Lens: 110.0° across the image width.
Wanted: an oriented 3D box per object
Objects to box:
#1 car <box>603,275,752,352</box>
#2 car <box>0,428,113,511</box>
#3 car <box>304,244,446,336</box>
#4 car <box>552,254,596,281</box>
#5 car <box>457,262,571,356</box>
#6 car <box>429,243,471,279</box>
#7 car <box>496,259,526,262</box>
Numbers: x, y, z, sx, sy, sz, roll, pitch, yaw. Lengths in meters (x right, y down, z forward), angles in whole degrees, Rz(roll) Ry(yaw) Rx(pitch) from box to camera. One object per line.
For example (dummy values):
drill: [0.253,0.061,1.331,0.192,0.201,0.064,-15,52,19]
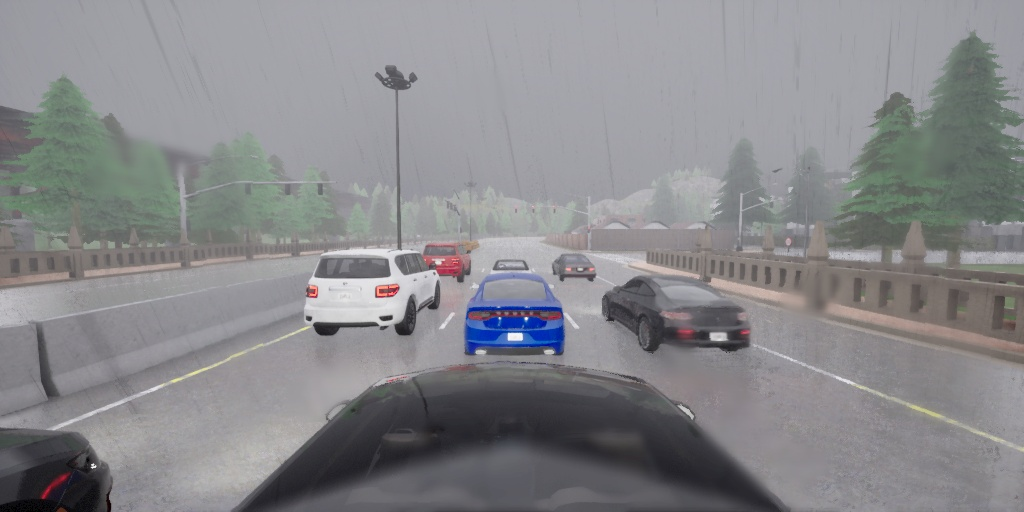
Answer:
car: [3.535,1.163,8.473,1.812,1.442,4.674,0,2,-1]
car: [-3.389,1.254,0.169,1.837,1.490,4.892,0,0,-1]
car: [-3.480,0.803,10.055,2.150,2.045,5.566,0,2,-1]
car: [3.418,0.565,20.482,2.033,1.411,5.357,0,3,0]
car: [0.035,1.115,8.422,1.882,1.535,5.008,0,2,0]
car: [-3.593,0.259,20.044,2.150,2.045,5.566,0,4,-1]
car: [-0.064,0.796,17.471,1.895,1.301,4.718,0,3,-1]
